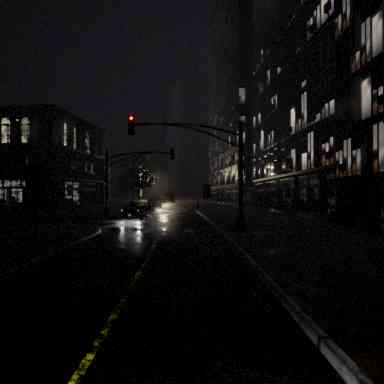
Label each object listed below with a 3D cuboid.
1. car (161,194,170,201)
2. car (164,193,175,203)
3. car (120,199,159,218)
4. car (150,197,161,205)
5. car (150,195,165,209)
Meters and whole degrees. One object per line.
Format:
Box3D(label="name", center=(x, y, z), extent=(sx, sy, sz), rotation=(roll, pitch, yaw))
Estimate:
Box3D(label="car", center=(-6.417, 1.335, 79.403), extent=(1.812, 1.442, 4.674), rotation=(0, 0, -10))
Box3D(label="car", center=(-4.868, 1.207, 69.136), extent=(2.150, 2.045, 5.566), rotation=(0, 0, -8))
Box3D(label="car", center=(-4.775, 1.603, 29.839), extent=(1.895, 1.301, 4.718), rotation=(-1, 0, 11))
Box3D(label="car", center=(-6.625, 1.548, 60.690), extent=(1.994, 1.385, 4.181), rotation=(0, 0, -7))
Box3D(label="car", center=(-5.007, 1.495, 45.374), extent=(1.837, 1.490, 4.892), rotation=(0, 0, -5))
